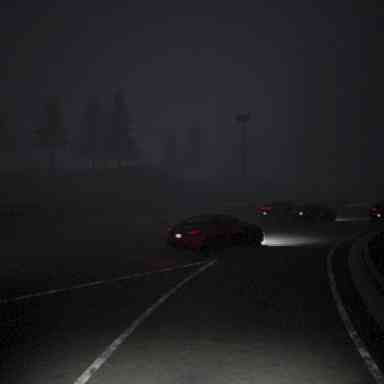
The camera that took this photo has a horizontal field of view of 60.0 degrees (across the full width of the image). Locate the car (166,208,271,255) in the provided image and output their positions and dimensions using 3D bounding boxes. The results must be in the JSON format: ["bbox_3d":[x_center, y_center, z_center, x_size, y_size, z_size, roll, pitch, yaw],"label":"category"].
[{"bbox_3d":[1.004,1.555,13.361,4.181,1.385,1.994,0,0,-41],"label":"car"}]

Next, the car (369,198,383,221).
[{"bbox_3d":[15.712,1.485,26.339,4.892,1.490,1.837,0,0,-41],"label":"car"}]

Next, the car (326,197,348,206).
[{"bbox_3d":[21.951,1.456,50.518,4.902,1.511,2.128,0,0,-41],"label":"car"}]

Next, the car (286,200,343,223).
[{"bbox_3d":[9.408,1.546,25.444,4.181,1.385,1.994,0,0,-41],"label":"car"}]

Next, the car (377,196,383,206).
[{"bbox_3d":[32.760,1.485,55.518,4.674,1.442,1.812,0,0,-41],"label":"car"}]

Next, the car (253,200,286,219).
[{"bbox_3d":[7.724,1.485,28.625,4.892,1.490,1.837,0,0,-41],"label":"car"}]

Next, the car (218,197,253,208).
[{"bbox_3d":[4.931,1.327,35.497,4.553,1.767,2.097,0,0,-41],"label":"car"}]
